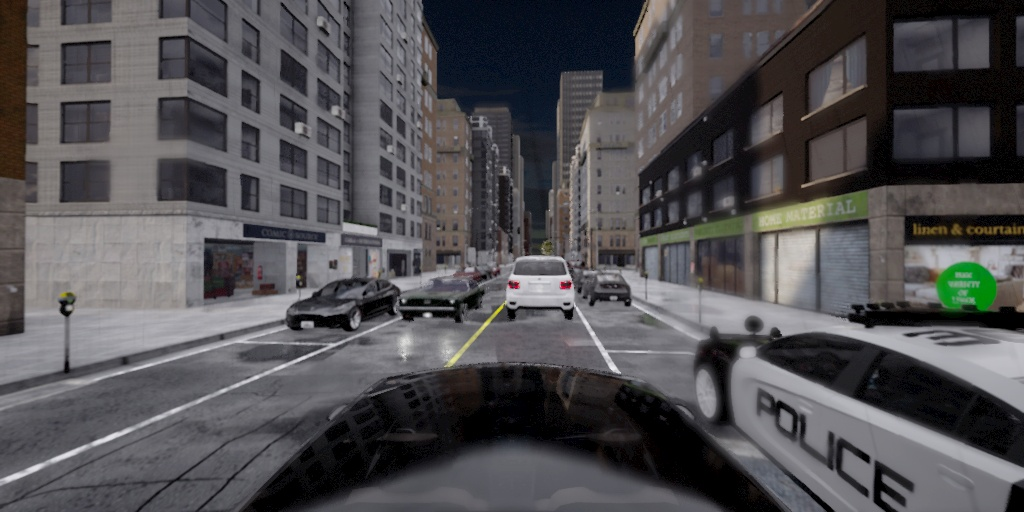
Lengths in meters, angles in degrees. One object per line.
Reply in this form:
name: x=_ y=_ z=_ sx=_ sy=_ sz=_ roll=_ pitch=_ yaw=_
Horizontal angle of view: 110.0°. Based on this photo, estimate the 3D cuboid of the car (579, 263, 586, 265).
car: x=5.123 y=1.464 z=26.867 sx=1.948 sy=1.339 sz=4.313 roll=0 pitch=0 yaw=5

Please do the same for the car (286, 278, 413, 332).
car: x=-4.926 y=1.364 z=11.160 sx=1.948 sy=1.339 sz=4.313 roll=0 pitch=0 yaw=5

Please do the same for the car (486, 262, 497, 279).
car: x=-2.846 y=1.491 z=33.162 sx=1.948 sy=1.339 sz=4.313 roll=0 pitch=0 yaw=5

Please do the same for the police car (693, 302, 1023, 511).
police car: x=3.123 y=1.184 z=2.778 sx=1.930 sy=1.638 sz=5.238 roll=0 pitch=0 yaw=5

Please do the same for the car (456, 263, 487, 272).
car: x=-3.366 y=1.475 z=27.661 sx=1.802 sy=1.307 sz=4.207 roll=0 pitch=0 yaw=5

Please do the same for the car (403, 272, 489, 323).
car: x=-2.226 y=1.409 z=12.499 sx=1.895 sy=1.301 sz=4.718 roll=0 pitch=0 yaw=6

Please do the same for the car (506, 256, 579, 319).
car: x=1.071 y=1.038 z=13.285 sx=2.150 sy=2.045 sz=5.566 roll=0 pitch=0 yaw=5

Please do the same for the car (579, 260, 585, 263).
car: x=5.643 y=1.244 z=32.366 sx=2.192 sy=1.841 sz=5.009 roll=0 pitch=0 yaw=5

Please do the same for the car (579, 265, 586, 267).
car: x=4.603 y=1.416 z=21.368 sx=2.007 sy=1.370 sz=4.403 roll=0 pitch=0 yaw=5

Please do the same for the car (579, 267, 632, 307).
car: x=4.083 y=1.385 z=15.869 sx=2.007 sy=1.370 sz=4.403 roll=0 pitch=0 yaw=5

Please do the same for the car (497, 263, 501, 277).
car: x=-2.326 y=1.397 z=38.662 sx=1.967 sy=1.591 sz=4.097 roll=0 pitch=0 yaw=5
